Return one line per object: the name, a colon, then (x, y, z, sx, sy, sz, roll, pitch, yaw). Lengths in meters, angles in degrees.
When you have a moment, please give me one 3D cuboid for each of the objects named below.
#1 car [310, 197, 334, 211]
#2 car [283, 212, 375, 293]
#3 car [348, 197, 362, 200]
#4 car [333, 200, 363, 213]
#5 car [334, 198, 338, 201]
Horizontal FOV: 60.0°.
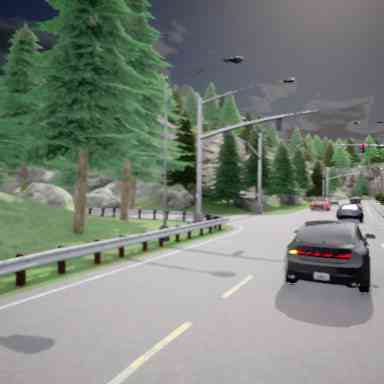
car: (16.050, 1.421, 41.552, 2.097, 1.767, 4.553, 1, 0, 27)
car: (3.787, 1.522, 9.099, 1.837, 1.490, 4.892, 1, 0, 27)
car: (29.497, 1.659, 60.184, 1.837, 1.490, 4.892, 1, 0, 27)
car: (13.170, 1.640, 27.698, 1.994, 1.385, 4.181, 1, 0, 27)
car: (24.255, 1.678, 57.633, 1.994, 1.385, 4.181, 1, 0, 27)
